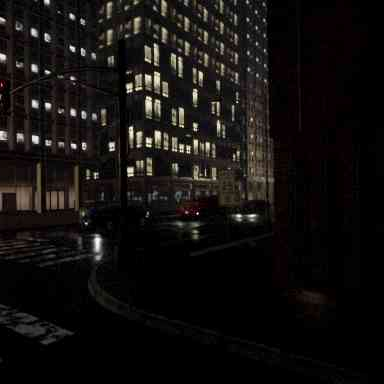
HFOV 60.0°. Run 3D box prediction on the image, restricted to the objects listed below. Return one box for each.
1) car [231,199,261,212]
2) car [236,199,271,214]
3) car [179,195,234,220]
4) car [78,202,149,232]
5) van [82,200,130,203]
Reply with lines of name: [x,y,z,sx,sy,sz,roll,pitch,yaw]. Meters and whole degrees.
car: [6.770,1.689,41.427,1.752,1.417,4.829,-2,-1,36]
car: [7.180,1.584,37.534,1.882,1.535,5.008,-1,-1,36]
car: [1.176,1.307,29.171,2.150,2.045,5.566,-1,-1,36]
car: [-4.713,1.571,20.981,1.837,1.490,4.892,-1,-1,33]
van: [-6.059,1.460,23.514,1.690,1.788,3.998,-2,-1,36]
